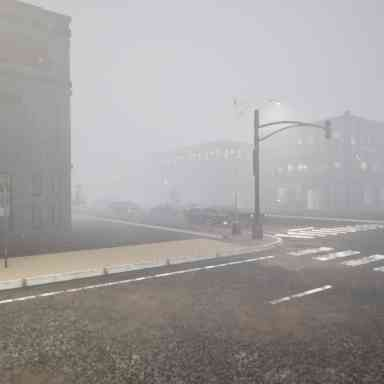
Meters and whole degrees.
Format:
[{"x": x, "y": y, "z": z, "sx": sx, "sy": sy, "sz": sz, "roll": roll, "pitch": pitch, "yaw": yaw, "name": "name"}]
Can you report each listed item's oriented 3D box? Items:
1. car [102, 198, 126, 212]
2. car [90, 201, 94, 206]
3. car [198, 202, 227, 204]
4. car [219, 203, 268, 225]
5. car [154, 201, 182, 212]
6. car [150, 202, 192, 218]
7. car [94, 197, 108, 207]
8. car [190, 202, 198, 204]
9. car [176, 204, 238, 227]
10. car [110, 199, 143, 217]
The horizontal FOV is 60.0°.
[{"x": -9.919, "y": 1.955, "z": 44.903, "sx": 1.882, "sy": 1.535, "sz": 5.008, "roll": -1, "pitch": 0, "yaw": -35, "name": "car"}, {"x": -19.419, "y": 2.227, "z": 68.114, "sx": 1.887, "sy": 1.381, "sz": 4.507, "roll": -1, "pitch": 0, "yaw": -36, "name": "car"}, {"x": 3.103, "y": 1.809, "z": 36.587, "sx": 2.008, "sy": 1.369, "sz": 4.403, "roll": -2, "pitch": 0, "yaw": -36, "name": "car"}, {"x": 3.615, "y": 1.814, "z": 25.926, "sx": 1.895, "sy": 1.301, "sz": 4.718, "roll": -1, "pitch": 0, "yaw": -36, "name": "car"}, {"x": -3.330, "y": 1.965, "z": 45.594, "sx": 1.802, "sy": 1.307, "sz": 4.206, "roll": -2, "pitch": 0, "yaw": -36, "name": "car"}, {"x": -2.402, "y": 1.933, "z": 34.349, "sx": 1.895, "sy": 1.301, "sz": 4.718, "roll": -1, "pitch": 0, "yaw": -36, "name": "car"}, {"x": -16.207, "y": 1.939, "z": 63.610, "sx": 2.192, "sy": 1.841, "sz": 5.009, "roll": -1, "pitch": 0, "yaw": -36, "name": "car"}, {"x": -0.114, "y": 1.903, "z": 41.091, "sx": 1.802, "sy": 1.307, "sz": 4.206, "roll": -2, "pitch": 0, "yaw": -36, "name": "car"}, {"x": 1.035, "y": 1.814, "z": 24.856, "sx": 1.947, "sy": 1.339, "sz": 4.313, "roll": -2, "pitch": 0, "yaw": -36, "name": "car"}, {"x": -6.935, "y": 1.846, "z": 36.217, "sx": 1.967, "sy": 1.590, "sz": 4.097, "roll": -1, "pitch": 0, "yaw": -36, "name": "car"}]
